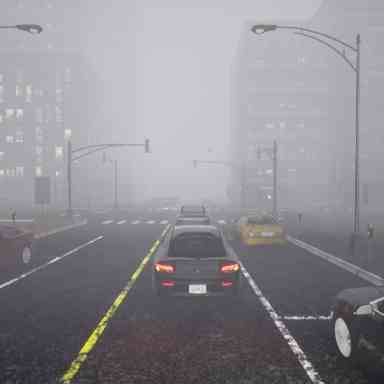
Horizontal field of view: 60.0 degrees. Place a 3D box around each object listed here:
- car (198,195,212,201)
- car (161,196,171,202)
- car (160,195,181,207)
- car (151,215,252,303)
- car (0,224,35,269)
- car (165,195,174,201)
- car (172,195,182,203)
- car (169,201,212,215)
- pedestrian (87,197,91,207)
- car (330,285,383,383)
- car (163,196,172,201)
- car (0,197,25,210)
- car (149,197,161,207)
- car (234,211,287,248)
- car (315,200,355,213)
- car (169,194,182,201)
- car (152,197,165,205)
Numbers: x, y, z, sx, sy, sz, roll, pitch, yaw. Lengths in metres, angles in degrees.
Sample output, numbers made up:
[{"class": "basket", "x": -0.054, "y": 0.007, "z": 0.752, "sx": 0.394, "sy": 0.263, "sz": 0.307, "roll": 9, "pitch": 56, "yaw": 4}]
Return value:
[{"class": "car", "x": 2.568, "y": 1.539, "z": 57.986, "sx": 2.008, "sy": 1.369, "sz": 4.403, "roll": -1, "pitch": 0, "yaw": 0}, {"class": "car", "x": -5.844, "y": 1.531, "z": 74.934, "sx": 1.887, "sy": 1.381, "sz": 4.507, "roll": -1, "pitch": 0, "yaw": 0}, {"class": "car", "x": -3.187, "y": 1.537, "z": 50.383, "sx": 2.033, "sy": 1.411, "sz": 5.357, "roll": 0, "pitch": 0, "yaw": 0}, {"class": "car", "x": 0.084, "y": 1.523, "z": 8.096, "sx": 1.812, "sy": 1.442, "sz": 4.674, "roll": 0, "pitch": 0, "yaw": 0}, {"class": "car", "x": -5.848, "y": 1.542, "z": 8.774, "sx": 1.887, "sy": 1.381, "sz": 4.507, "roll": -1, "pitch": 0, "yaw": 0}, {"class": "car", "x": -5.866, "y": 1.530, "z": 86.243, "sx": 1.887, "sy": 1.381, "sz": 4.507, "roll": -1, "pitch": 0, "yaw": 0}, {"class": "car", "x": -3.133, "y": 1.487, "z": 70.531, "sx": 1.837, "sy": 1.490, "sz": 4.892, "roll": 0, "pitch": 0, "yaw": 0}, {"class": "car", "x": 0.056, "y": 1.487, "z": 18.170, "sx": 2.128, "sy": 1.511, "sz": 4.902, "roll": 0, "pitch": 0, "yaw": 0}, {"class": "pedestrian", "x": -12.626, "y": 1.200, "z": 40.825, "sx": 0.375, "sy": 1.300, "sz": 0.375, "roll": 0, "pitch": 0, "yaw": 1}, {"class": "car", "x": 2.802, "y": 1.550, "z": 3.088, "sx": 2.008, "sy": 1.369, "sz": 4.403, "roll": -1, "pitch": 0, "yaw": 0}, {"class": "car", "x": -5.855, "y": 1.568, "z": 80.588, "sx": 1.802, "sy": 1.307, "sz": 4.206, "roll": -1, "pitch": 0, "yaw": 0}, {"class": "car", "x": -21.733, "y": 1.275, "z": 37.962, "sx": 4.829, "sy": 1.417, "sz": 1.752, "roll": 0, "pitch": 0, "yaw": 1}, {"class": "car", "x": -5.801, "y": 1.514, "z": 52.146, "sx": 1.752, "sy": 1.417, "sz": 4.829, "roll": -1, "pitch": 0, "yaw": 0}, {"class": "car", "x": 2.780, "y": 1.521, "z": 14.547, "sx": 1.752, "sy": 1.417, "sz": 4.829, "roll": -1, "pitch": 0, "yaw": 0}, {"class": "car", "x": 16.243, "y": 1.623, "z": 37.536, "sx": 4.403, "sy": 1.369, "sz": 2.008, "roll": 0, "pitch": 0, "yaw": 1}, {"class": "car", "x": -3.186, "y": 1.480, "z": 60.335, "sx": 2.128, "sy": 1.511, "sz": 4.902, "roll": 0, "pitch": 0, "yaw": 0}, {"class": "car", "x": -5.812, "y": 1.554, "z": 57.970, "sx": 1.947, "sy": 1.339, "sz": 4.313, "roll": -1, "pitch": 0, "yaw": 0}]
